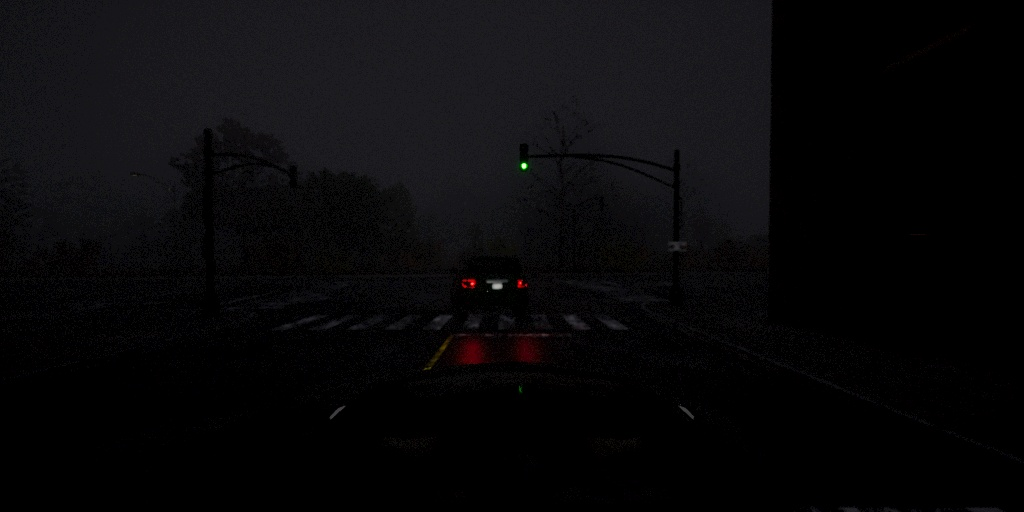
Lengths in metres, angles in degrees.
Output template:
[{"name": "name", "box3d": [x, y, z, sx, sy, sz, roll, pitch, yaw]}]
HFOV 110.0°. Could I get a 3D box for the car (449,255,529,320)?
[{"name": "car", "box3d": [-0.988, 1.019, 12.851, 2.150, 2.045, 5.566, 0, -1, -12]}]
